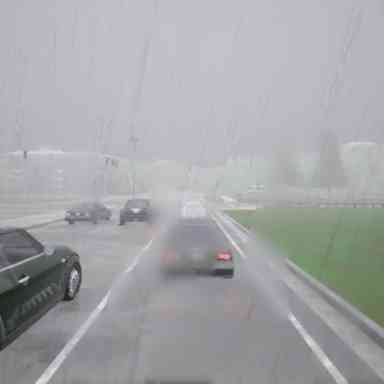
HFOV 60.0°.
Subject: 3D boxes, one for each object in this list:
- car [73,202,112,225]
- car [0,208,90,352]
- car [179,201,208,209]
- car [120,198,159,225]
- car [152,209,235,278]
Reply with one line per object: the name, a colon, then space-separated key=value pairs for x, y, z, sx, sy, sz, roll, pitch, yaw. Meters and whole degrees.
car: x=-6.901 y=1.381 z=22.588 sx=2.033 sy=1.411 sz=5.357 roll=0 pitch=0 yaw=0
car: x=-3.398 y=1.312 z=5.281 sx=2.097 sy=1.767 sz=4.553 roll=0 pitch=0 yaw=-1
car: x=0.080 y=1.359 z=22.606 sx=1.812 sy=1.442 sz=4.674 roll=0 pitch=0 yaw=0
car: x=-3.400 y=1.187 z=22.321 sx=2.097 sy=1.767 sz=4.553 roll=0 pitch=0 yaw=0
car: x=0.103 y=1.474 z=9.857 sx=2.033 sy=1.411 sz=5.357 roll=0 pitch=0 yaw=-1
